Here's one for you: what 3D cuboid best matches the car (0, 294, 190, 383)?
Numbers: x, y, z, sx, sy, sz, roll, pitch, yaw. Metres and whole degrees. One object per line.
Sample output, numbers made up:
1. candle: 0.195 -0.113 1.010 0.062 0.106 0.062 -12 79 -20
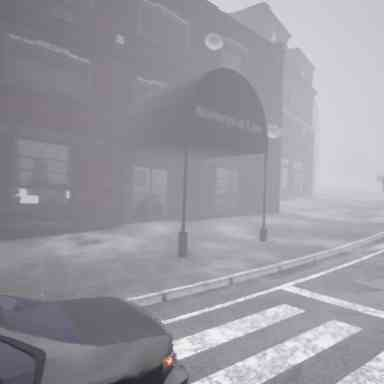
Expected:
1. car: -2.598 1.564 2.217 5.357 1.411 2.033 0 0 -35
